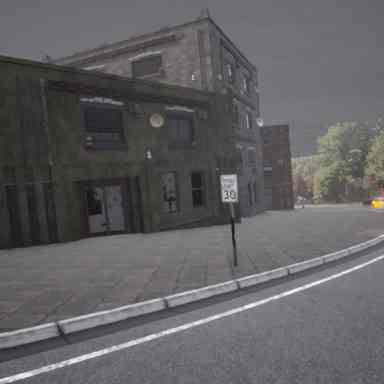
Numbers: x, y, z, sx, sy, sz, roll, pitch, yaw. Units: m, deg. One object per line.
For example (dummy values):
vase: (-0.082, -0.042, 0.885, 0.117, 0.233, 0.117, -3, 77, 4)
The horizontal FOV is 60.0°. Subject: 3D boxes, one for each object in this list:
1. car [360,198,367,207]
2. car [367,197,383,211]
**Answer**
car: (28.696, 1.485, 52.850, 1.882, 1.535, 5.008, -5, -2, -1)
car: (23.929, 1.443, 41.263, 1.882, 1.535, 5.008, -4, -2, 11)
